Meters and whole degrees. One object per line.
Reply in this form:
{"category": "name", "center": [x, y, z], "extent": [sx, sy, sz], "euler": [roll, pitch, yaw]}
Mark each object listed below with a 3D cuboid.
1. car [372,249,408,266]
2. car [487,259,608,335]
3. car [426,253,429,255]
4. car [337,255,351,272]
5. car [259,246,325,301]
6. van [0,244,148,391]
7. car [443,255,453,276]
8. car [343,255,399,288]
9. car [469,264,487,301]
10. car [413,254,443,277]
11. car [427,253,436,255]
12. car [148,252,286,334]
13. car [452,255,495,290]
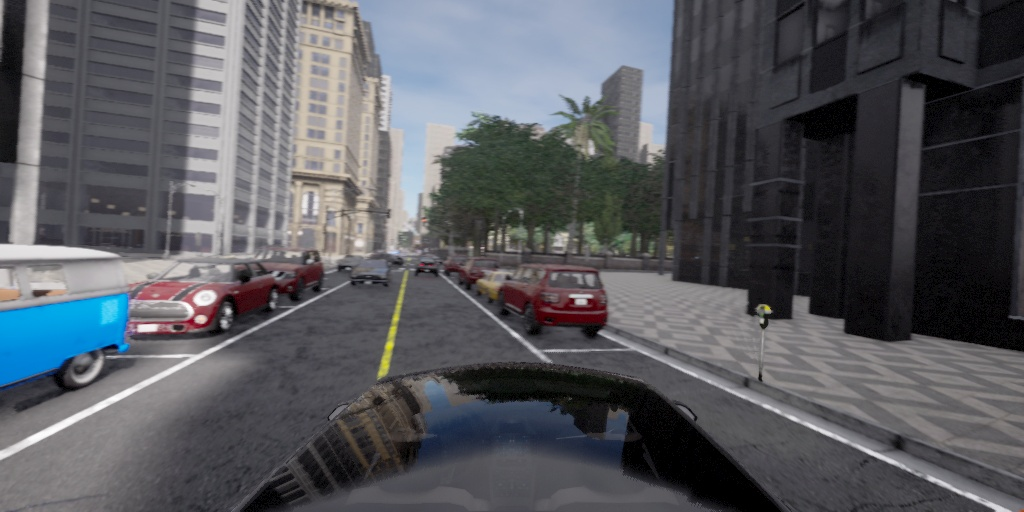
{"category": "car", "center": [-15.012, 0.413, 42.243], "extent": [4.892, 1.490, 1.837], "euler": [4, -1, 24]}
{"category": "car", "center": [0.934, 1.135, 10.809], "extent": [2.192, 1.841, 5.009], "euler": [0, 0, -16]}
{"category": "car", "center": [-13.612, 0.573, 62.731], "extent": [1.802, 1.307, 4.207], "euler": [0, 0, -16]}
{"category": "car", "center": [-13.186, 0.572, 29.655], "extent": [1.948, 1.339, 4.313], "euler": [0, 0, -16]}
{"category": "car", "center": [-8.744, 0.565, 13.802], "extent": [2.192, 1.841, 5.009], "euler": [0, 0, -16]}
{"category": "van", "center": [-5.783, 0.749, 3.235], "extent": [1.690, 1.789, 3.998], "euler": [0, 0, -16]}
{"category": "car", "center": [-4.987, 0.813, 31.941], "extent": [2.192, 1.841, 5.009], "euler": [0, 0, -16]}
{"category": "car", "center": [-7.655, 0.871, 19.944], "extent": [2.033, 1.411, 5.357], "euler": [3, 0, -16]}
{"category": "car", "center": [-0.592, 1.267, 16.255], "extent": [1.751, 1.417, 4.829], "euler": [0, 0, -16]}
{"category": "car", "center": [-7.141, 0.869, 29.876], "extent": [1.837, 1.490, 4.892], "euler": [3, -1, -15]}
{"category": "car", "center": [-12.150, 0.645, 57.512], "extent": [1.948, 1.339, 4.313], "euler": [0, 0, -16]}
{"category": "car", "center": [-7.263, 0.769, 8.519], "extent": [1.967, 1.591, 4.097], "euler": [0, 0, -16]}
{"category": "car", "center": [-2.026, 0.977, 21.374], "extent": [2.192, 1.841, 5.009], "euler": [0, 0, -16]}
